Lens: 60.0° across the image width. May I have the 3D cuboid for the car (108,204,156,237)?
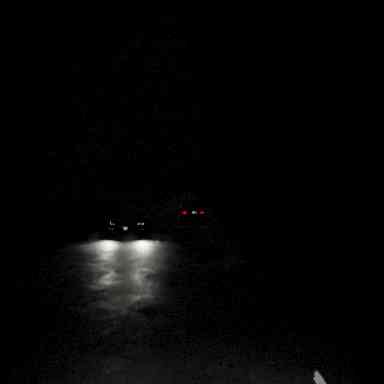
[{"bbox_3d":[-3.006,1.405,17.477,1.837,1.490,4.892,0,0,0],"label":"car"}]

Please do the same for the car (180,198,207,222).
[{"bbox_3d":[0.101,1.404,24.614,2.033,1.411,5.357,0,0,0],"label":"car"}]

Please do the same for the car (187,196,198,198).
[{"bbox_3d":[0.101,1.248,41.328,1.882,1.535,5.008,0,1,0],"label":"car"}]
